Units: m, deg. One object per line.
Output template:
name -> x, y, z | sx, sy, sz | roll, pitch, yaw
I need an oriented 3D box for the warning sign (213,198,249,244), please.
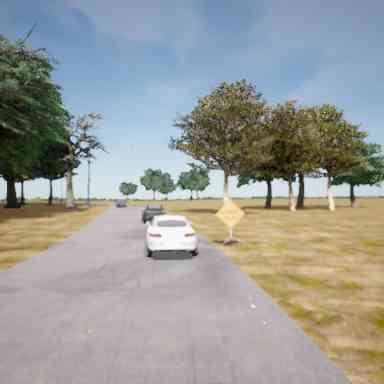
warning sign -> 1.669, 1.232, 14.458 | 1.300, 1.860, 1.060 | -2, -2, -7

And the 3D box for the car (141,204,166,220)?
car -> -3.189, 1.703, 27.719 | 2.128, 1.511, 4.902 | 0, 0, -11

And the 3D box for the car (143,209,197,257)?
car -> -0.886, 1.630, 13.468 | 1.812, 1.442, 4.674 | 0, 0, -6

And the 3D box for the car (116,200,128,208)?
car -> -12.100, 2.004, 57.373 | 2.033, 1.411, 5.357 | 0, -1, -10
